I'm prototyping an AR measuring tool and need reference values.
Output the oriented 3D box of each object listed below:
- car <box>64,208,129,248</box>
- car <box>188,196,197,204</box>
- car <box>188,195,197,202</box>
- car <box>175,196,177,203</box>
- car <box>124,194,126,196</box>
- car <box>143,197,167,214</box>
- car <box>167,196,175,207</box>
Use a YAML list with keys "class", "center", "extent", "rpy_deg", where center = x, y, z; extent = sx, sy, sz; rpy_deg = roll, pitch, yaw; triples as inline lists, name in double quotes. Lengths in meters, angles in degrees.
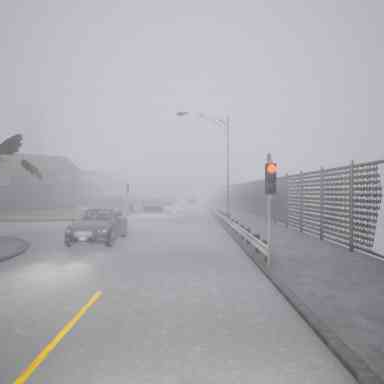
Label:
- class: "car"
  center: [-4.093, 1.491, 14.878]
  extent: [2.128, 1.511, 4.902]
  rpy_deg: [0, 0, 0]
- class: "car"
  center: [0.115, 1.545, 63.398]
  extent: [2.033, 1.411, 5.357]
  rpy_deg: [0, 0, 0]
- class: "car"
  center: [0.017, 1.538, 78.674]
  extent: [2.033, 1.411, 5.357]
  rpy_deg: [0, 0, 0]
- class: "car"
  center: [-3.997, 1.498, 67.569]
  extent: [1.837, 1.490, 4.892]
  rpy_deg: [0, 0, 0]
- class: "car"
  center: [-17.260, 1.132, 78.260]
  extent: [3.633, 1.501, 1.845]
  rpy_deg: [0, 0, 0]
- class: "car"
  center: [-4.092, 1.477, 36.154]
  extent: [1.882, 1.535, 5.008]
  rpy_deg: [0, 0, 0]
- class: "car"
  center: [-4.082, 1.476, 51.596]
  extent: [1.882, 1.535, 5.008]
  rpy_deg: [0, 0, 0]
